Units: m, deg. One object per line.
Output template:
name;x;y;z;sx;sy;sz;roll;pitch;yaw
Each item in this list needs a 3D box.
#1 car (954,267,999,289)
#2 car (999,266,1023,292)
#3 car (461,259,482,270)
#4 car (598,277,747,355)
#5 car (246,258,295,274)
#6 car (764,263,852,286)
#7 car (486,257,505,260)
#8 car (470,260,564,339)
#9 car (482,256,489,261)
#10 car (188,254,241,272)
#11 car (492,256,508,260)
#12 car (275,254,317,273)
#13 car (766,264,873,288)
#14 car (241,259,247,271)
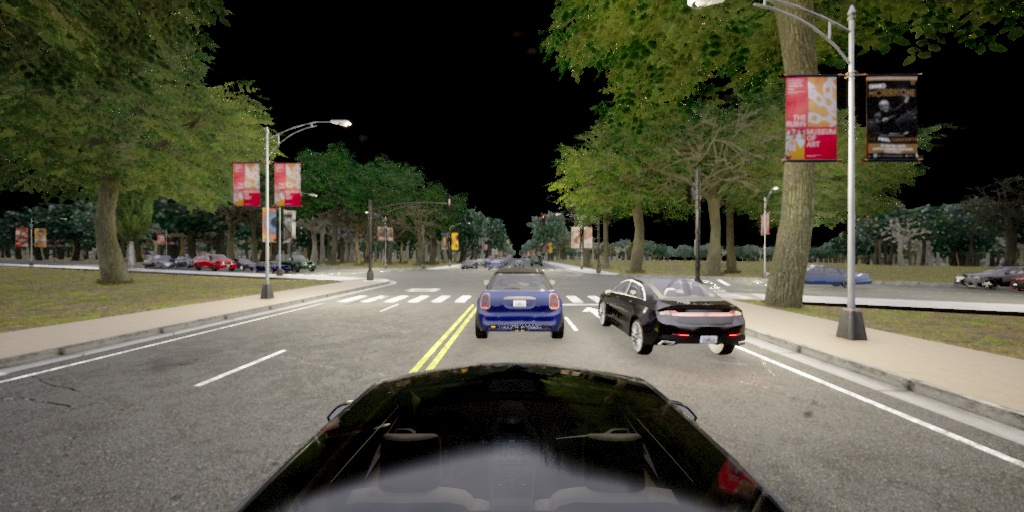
car;32.513;1.427;23.304;4.902;1.511;2.128;0;0;24
car;31.854;1.419;20.039;5.008;1.535;1.882;0;0;24
car;-5.993;1.243;51.293;1.837;1.490;4.892;0;0;5
car;3.438;1.239;8.666;2.128;1.511;4.902;0;0;0
car;-25.986;1.213;38.594;4.718;1.301;1.895;0;0;27
car;22.639;1.364;27.713;4.902;1.511;2.128;0;0;26
car;-2.304;1.264;50.220;1.812;1.442;4.674;0;0;-1
car;0.204;1.099;10.258;2.097;1.767;4.553;0;0;1
car;-5.433;1.228;62.688;2.128;1.511;4.902;0;0;1
car;-35.574;0.780;42.897;5.566;2.045;2.150;0;0;24
car;-2.208;1.228;61.684;2.128;1.511;4.902;0;0;1
car;-25.489;0.827;41.950;5.566;2.045;2.150;0;0;24
car;21.170;1.421;24.844;5.357;1.411;2.033;0;0;21
car;-34.646;1.060;46.050;4.892;1.490;1.837;0;0;24
